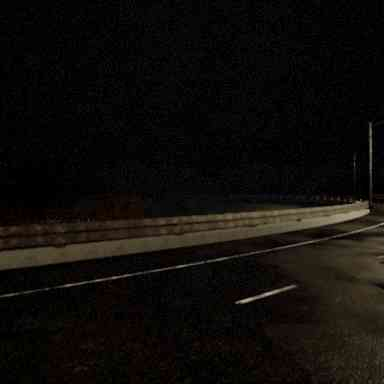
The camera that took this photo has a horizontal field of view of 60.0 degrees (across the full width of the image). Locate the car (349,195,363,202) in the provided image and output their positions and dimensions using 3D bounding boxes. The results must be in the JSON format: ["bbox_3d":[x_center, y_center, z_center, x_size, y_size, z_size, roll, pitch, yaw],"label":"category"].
[{"bbox_3d":[39.618,1.549,78.377,1.837,1.490,4.892,0,0,5],"label":"car"}]

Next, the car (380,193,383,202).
[{"bbox_3d":[46.660,1.270,78.332,2.150,2.045,5.566,0,0,5],"label":"car"}]

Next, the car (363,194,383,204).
[{"bbox_3d":[37.894,1.411,68.728,2.150,2.045,5.566,0,0,10],"label":"car"}]

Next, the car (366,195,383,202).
[{"bbox_3d":[43.187,1.535,78.752,1.882,1.535,5.008,0,0,5],"label":"car"}]
